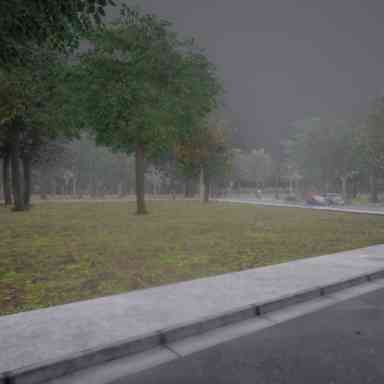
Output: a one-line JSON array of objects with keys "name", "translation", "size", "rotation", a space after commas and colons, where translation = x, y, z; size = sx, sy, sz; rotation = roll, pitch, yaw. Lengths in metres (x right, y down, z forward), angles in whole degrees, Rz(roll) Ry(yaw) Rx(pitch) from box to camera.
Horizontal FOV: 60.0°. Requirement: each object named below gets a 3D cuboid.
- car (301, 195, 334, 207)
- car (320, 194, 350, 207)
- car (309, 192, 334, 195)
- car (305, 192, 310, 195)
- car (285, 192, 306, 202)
[{"name": "car", "translation": [19.359, 1.549, 51.471], "size": [1.812, 1.442, 4.674], "rotation": [0, 0, -12]}, {"name": "car", "translation": [22.325, 1.527, 53.154], "size": [2.128, 1.511, 4.902], "rotation": [0, 0, -12]}, {"name": "car", "translation": [24.223, 1.275, 60.367], "size": [2.150, 2.045, 5.566], "rotation": [0, 0, -11]}, {"name": "car", "translation": [24.945, 1.118, 72.249], "size": [2.150, 2.045, 5.566], "rotation": [0, 0, -12]}, {"name": "car", "translation": [21.774, 1.406, 71.535], "size": [2.128, 1.511, 4.902], "rotation": [0, 0, -12]}]
